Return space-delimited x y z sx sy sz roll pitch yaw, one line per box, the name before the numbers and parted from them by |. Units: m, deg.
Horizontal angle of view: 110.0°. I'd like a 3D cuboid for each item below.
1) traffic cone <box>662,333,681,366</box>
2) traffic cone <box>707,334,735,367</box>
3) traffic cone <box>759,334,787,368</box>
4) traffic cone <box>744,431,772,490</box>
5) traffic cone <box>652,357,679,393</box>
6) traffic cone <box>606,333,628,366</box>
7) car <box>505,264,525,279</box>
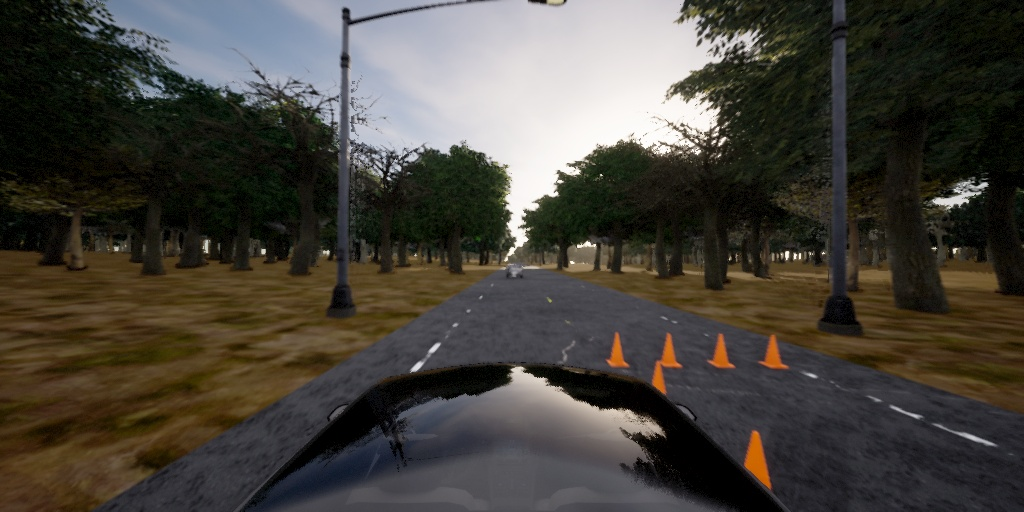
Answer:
traffic cone | 3.029 1.791 6.931 0.340 0.580 0.340 0 0 0
traffic cone | 4.028 1.800 6.922 0.340 0.580 0.340 0 0 1
traffic cone | 5.027 1.809 6.914 0.340 0.580 0.340 0 0 1
traffic cone | 1.998 1.737 2.939 0.340 0.580 0.340 0 0 0
traffic cone | 2.014 1.759 4.939 0.340 0.580 0.340 0 0 0
traffic cone | 2.031 1.782 6.939 0.340 0.580 0.340 0 0 0
car | 0.290 1.659 39.070 2.128 1.511 4.902 1 -1 0
